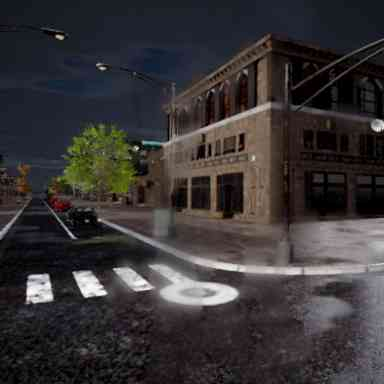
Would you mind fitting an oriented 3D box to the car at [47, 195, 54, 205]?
[{"bbox_3d":[-24.380,1.694,59.285,1.802,1.307,4.206,1,0,-25],"label":"car"}]

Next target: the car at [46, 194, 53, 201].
[{"bbox_3d":[-36.018,1.449,84.343,2.192,1.841,5.009,1,0,-25],"label":"car"}]

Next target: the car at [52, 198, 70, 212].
[{"bbox_3d":[-15.066,1.639,39.241,1.887,1.381,4.507,1,0,-25],"label":"car"}]

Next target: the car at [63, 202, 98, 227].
[{"bbox_3d":[-7.683,1.630,23.421,2.008,1.369,4.403,1,0,-25],"label":"car"}]
